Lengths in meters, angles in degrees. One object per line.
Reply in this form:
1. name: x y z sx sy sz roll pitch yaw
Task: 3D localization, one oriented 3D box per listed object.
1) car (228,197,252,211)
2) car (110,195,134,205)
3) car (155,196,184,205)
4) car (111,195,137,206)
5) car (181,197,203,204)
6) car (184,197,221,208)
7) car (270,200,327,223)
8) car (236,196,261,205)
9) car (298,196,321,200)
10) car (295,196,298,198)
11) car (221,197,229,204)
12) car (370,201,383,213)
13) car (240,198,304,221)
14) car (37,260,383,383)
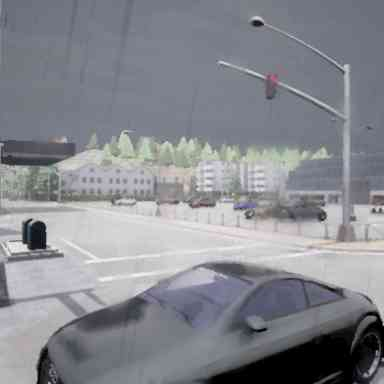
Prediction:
1. car: 7.048 1.703 43.261 3.633 1.501 1.845 1 -1 -33
2. car: -12.911 1.464 60.998 3.866 1.878 1.905 1 -1 -33
3. car: -4.521 1.552 62.515 4.605 1.855 1.932 1 -1 -33
4. car: -11.619 1.732 57.873 3.806 1.475 1.970 1 -1 -33
5. car: 0.108 1.872 73.781 4.514 1.523 2.007 1 -1 -33
6. car: 1.652 1.710 51.671 4.514 1.523 2.007 1 -1 -33
7. car: 8.794 1.605 26.542 4.514 1.523 2.007 1 -1 -33
8. car: 11.776 1.771 69.328 5.027 1.636 2.152 1 -1 -33
9. car: 20.656 1.674 56.375 4.605 1.855 1.932 1 -1 -33
10. car: 18.731 1.658 58.590 3.866 1.878 1.905 1 -1 -33
11. car: 8.016 1.865 74.538 3.806 1.475 1.970 1 -1 -33
12. car: 22.792 1.842 39.168 3.806 1.475 1.970 1 -1 -33
13. car: 7.045 1.604 29.146 5.027 1.636 2.152 1 -1 -33
14. car: 0.437 1.598 3.981 4.181 1.385 1.994 1 -1 -33
